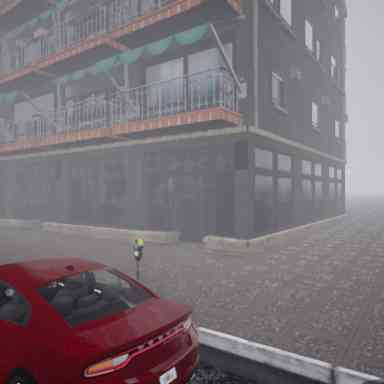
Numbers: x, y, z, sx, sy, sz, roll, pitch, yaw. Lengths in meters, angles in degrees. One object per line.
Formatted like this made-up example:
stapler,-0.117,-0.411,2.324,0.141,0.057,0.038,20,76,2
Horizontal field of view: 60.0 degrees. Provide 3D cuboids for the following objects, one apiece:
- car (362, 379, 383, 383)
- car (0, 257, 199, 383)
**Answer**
car,2.561,1.565,1.052,4.313,1.339,1.947,0,0,35
car,-2.032,1.546,4.320,4.507,1.381,1.887,0,0,35
